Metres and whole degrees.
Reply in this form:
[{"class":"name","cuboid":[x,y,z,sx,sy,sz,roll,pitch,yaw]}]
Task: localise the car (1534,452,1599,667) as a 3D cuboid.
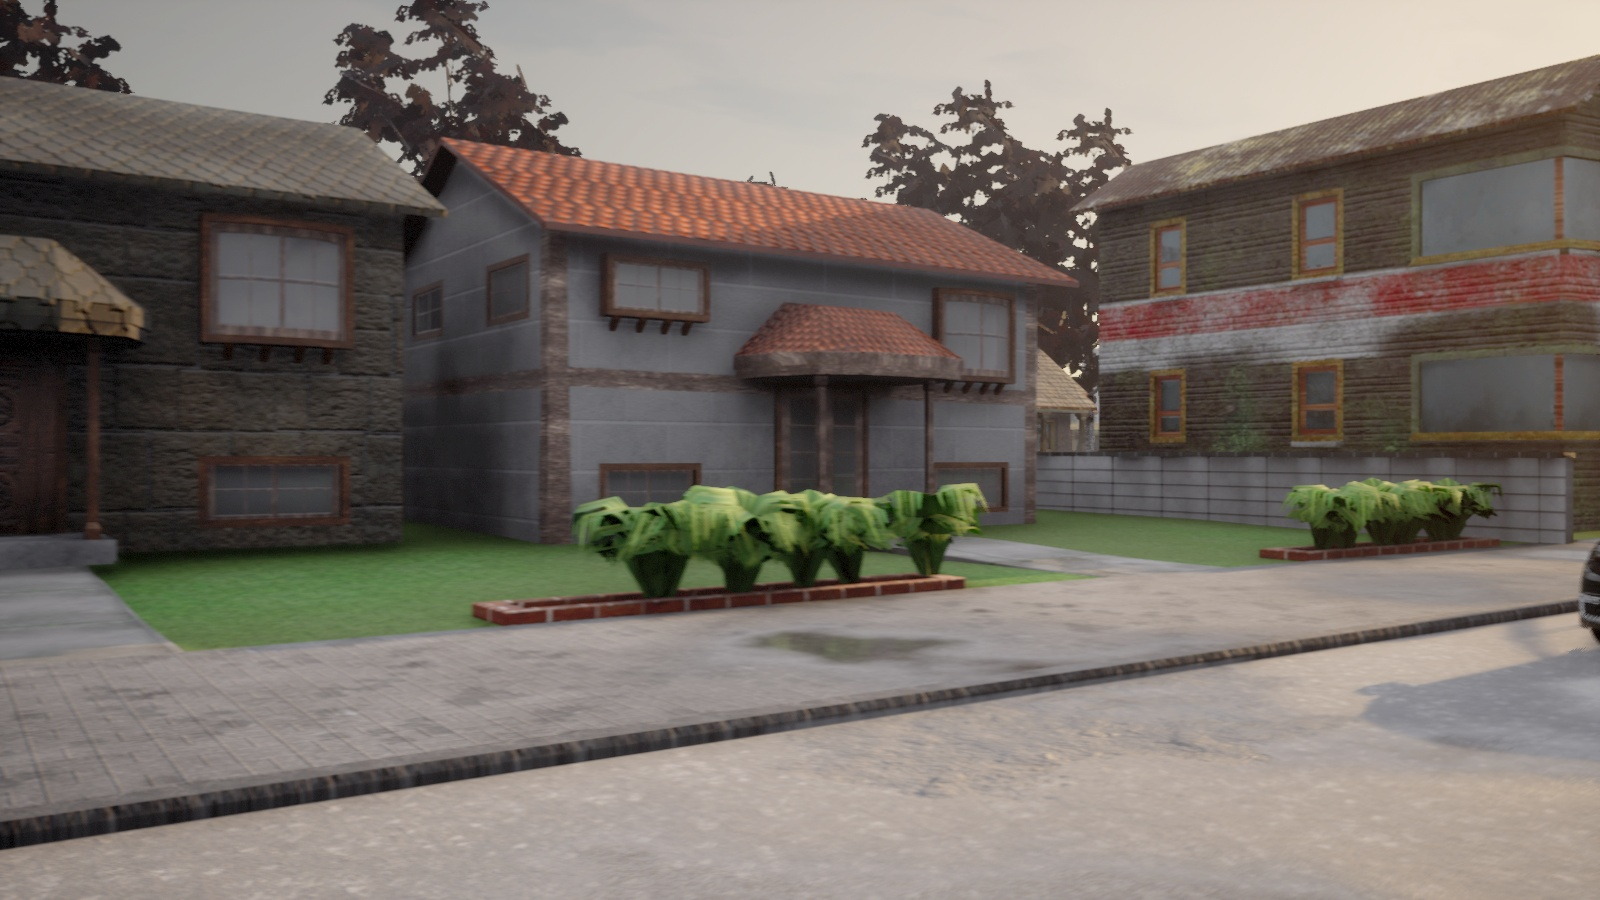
[{"class":"car","cuboid":[7.843,0.757,9.727,4.892,1.490,1.837,0,0,-35]}]
